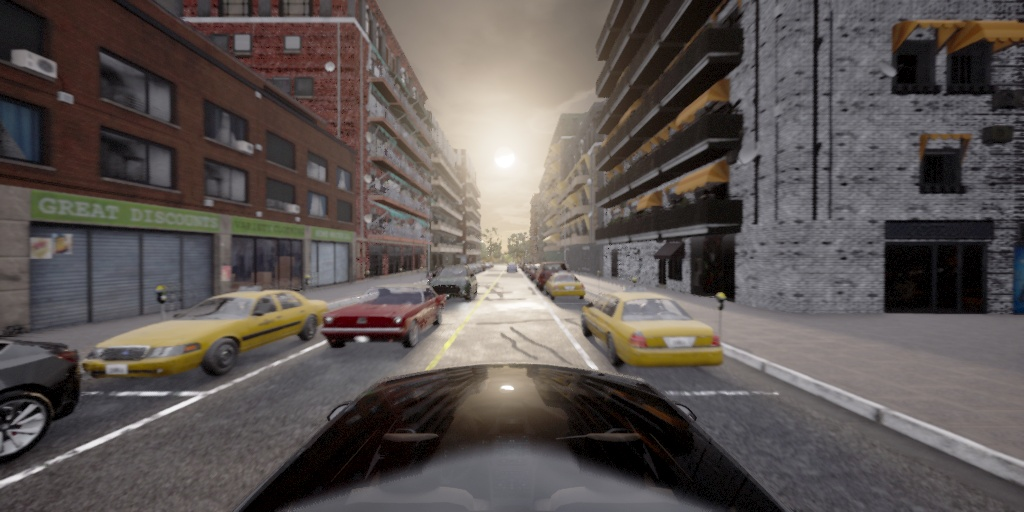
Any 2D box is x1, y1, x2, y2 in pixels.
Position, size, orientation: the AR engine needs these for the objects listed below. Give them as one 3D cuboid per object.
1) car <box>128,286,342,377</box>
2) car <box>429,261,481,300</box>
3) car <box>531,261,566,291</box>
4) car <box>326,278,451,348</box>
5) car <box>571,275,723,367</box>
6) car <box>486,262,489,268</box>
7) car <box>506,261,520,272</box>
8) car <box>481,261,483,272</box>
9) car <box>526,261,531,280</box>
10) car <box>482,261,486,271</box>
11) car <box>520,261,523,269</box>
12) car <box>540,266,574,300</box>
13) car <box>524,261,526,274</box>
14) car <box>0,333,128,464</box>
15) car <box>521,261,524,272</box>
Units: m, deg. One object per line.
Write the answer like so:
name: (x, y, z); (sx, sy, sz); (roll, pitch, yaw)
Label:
car: (-5.692, 1.343, 7.574); (1.751, 1.417, 4.829); (0, 0, 0)
car: (-3.028, 1.296, 18.955); (2.097, 1.767, 4.553); (0, -1, 0)
car: (2.694, 1.319, 24.362); (2.192, 1.841, 5.009); (0, 0, 0)
car: (-3.092, 1.440, 9.622); (1.895, 1.301, 4.718); (0, -1, 0)
car: (2.656, 1.344, 7.961); (1.751, 1.417, 4.829); (0, 0, 0)
car: (-5.693, 1.753, 62.981); (2.192, 1.841, 5.009); (0, 0, 0)
car: (-0.001, 1.948, 59.612); (2.033, 1.411, 5.357); (0, -1, 0)
car: (-5.692, 1.865, 51.934); (2.007, 1.370, 4.403); (0, 0, 0)
car: (2.688, 1.569, 35.409); (1.967, 1.591, 4.097); (0, 0, 0)
car: (-5.693, 1.927, 57.457); (2.007, 1.370, 4.403); (0, 0, 0)
car: (2.688, 1.943, 57.505); (1.948, 1.339, 4.313); (0, 0, 0)
car: (2.699, 1.468, 19.009); (1.751, 1.417, 4.829); (0, 0, 0)
car: (2.688, 1.631, 40.935); (1.967, 1.591, 4.097); (0, 0, 0)
car: (-5.692, 1.321, 2.220); (1.948, 1.339, 4.313); (0, 0, 0)
car: (2.688, 1.866, 51.981); (2.007, 1.370, 4.403); (0, 0, 0)
